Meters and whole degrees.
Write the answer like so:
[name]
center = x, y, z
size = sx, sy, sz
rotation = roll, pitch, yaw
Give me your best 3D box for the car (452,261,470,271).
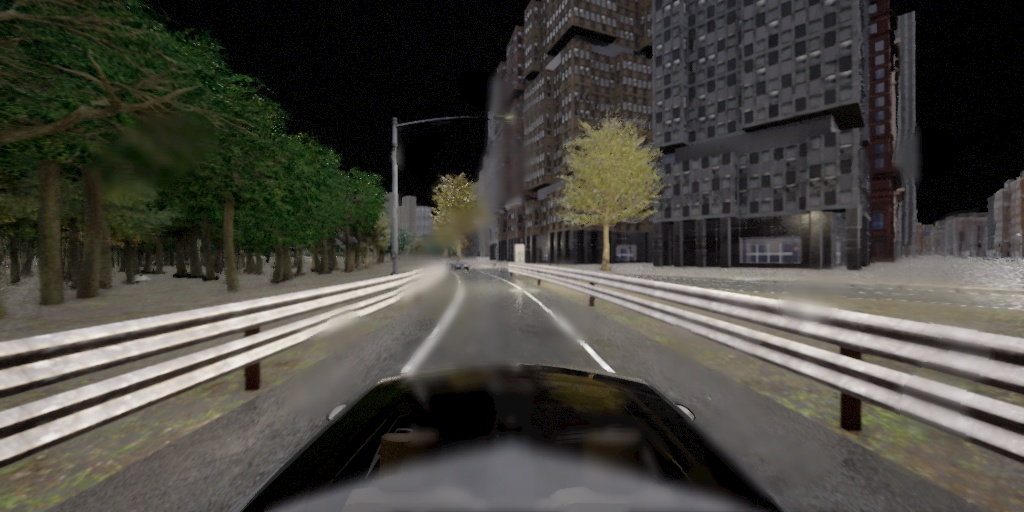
[car]
center = -7.177, 1.331, 49.601
size = 1.895, 1.301, 4.718
rotation = 0, 0, -18
